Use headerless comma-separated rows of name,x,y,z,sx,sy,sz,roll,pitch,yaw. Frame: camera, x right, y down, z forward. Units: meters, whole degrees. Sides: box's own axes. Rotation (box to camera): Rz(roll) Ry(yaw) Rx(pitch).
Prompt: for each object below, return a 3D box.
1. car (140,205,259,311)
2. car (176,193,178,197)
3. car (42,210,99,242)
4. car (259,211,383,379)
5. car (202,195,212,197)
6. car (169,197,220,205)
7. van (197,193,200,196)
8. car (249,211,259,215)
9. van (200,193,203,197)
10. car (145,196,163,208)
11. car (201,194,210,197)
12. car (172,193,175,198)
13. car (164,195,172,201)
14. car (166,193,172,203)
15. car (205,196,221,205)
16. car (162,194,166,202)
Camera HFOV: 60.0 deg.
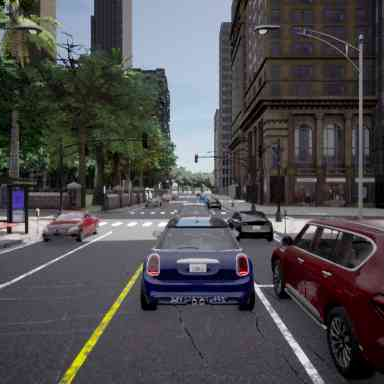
car,0.104,1.351,7.939,2.097,1.767,4.553,0,0,0
car,-5.756,1.239,91.530,2.192,1.841,5.009,0,0,0
car,-5.764,1.578,16.308,1.802,1.307,4.206,0,0,0
car,2.759,1.314,5.439,2.192,1.841,5.009,0,0,0
car,2.765,1.544,48.147,1.947,1.339,4.313,0,0,0
car,0.103,1.348,17.473,2.097,1.767,4.553,0,0,0
van,2.768,1.282,80.669,1.690,1.788,3.998,0,0,0
car,2.761,1.562,16.290,1.947,1.339,4.313,0,0,0
van,2.765,1.310,58.987,1.690,1.788,3.998,0,0,0
car,-5.761,1.529,48.168,2.008,1.369,4.403,0,0,0
car,2.765,1.499,53.737,1.752,1.417,4.829,0,0,0
car,-5.758,1.264,75.269,2.192,1.841,5.009,0,0,0
car,-5.757,1.467,80.520,1.752,1.417,4.829,0,0,0
car,-5.758,1.396,69.849,1.967,1.590,4.097,0,0,0
car,2.764,1.548,42.726,1.947,1.339,4.313,0,0,0
car,-5.760,1.414,53.587,1.967,1.590,4.097,0,0,0
